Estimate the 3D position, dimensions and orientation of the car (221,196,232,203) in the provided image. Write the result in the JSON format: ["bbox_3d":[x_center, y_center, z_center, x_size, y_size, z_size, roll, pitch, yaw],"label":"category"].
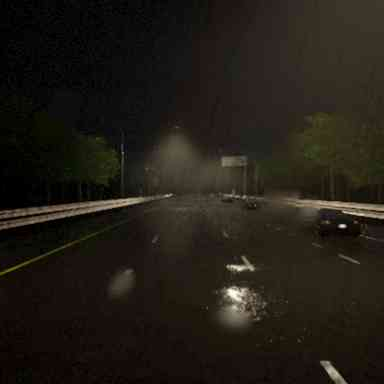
[{"bbox_3d":[7.290,1.551,70.052,1.994,1.385,4.181,0,0,0],"label":"car"}]

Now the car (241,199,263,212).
[{"bbox_3d":[7.100,1.554,39.656,2.033,1.411,5.357,0,0,0],"label":"car"}]

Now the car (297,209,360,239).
[{"bbox_3d":[7.023,1.570,17.508,1.994,1.385,4.181,0,0,0],"label":"car"}]
